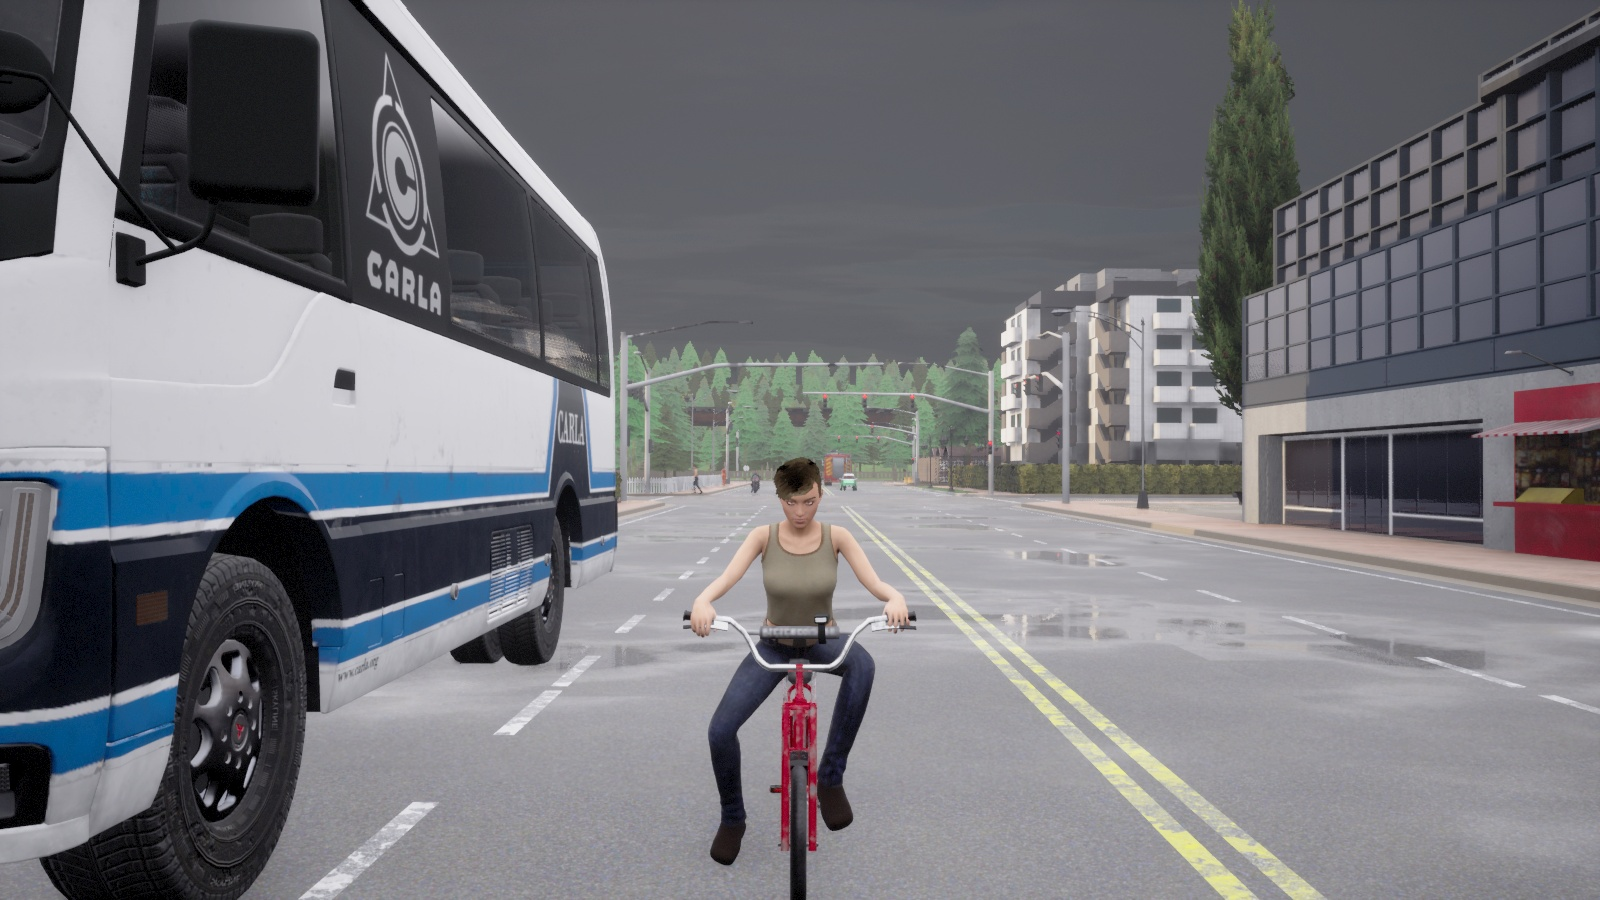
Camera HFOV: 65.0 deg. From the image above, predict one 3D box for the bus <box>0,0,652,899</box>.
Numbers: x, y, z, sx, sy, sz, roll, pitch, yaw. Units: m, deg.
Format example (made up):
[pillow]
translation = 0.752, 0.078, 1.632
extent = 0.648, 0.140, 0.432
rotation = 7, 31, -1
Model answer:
[bus]
translation = -3.490, -0.422, 7.526
extent = 3.944, 4.253, 10.273
rotation = 0, -1, 0

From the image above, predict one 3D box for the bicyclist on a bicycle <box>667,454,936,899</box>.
[bicyclist on a bicycle]
translation = 0.005, 0.832, 4.830
extent = 0.866, 1.612, 1.509
rotation = 0, -1, 0
